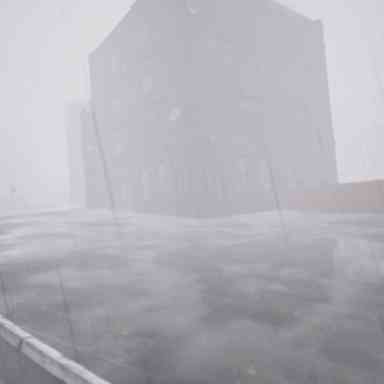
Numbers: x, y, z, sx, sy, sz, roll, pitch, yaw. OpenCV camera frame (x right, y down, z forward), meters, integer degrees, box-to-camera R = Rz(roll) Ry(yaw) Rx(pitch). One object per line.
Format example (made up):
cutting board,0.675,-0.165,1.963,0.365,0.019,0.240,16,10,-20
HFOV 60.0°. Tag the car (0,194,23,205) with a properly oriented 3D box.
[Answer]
car,-29.310,1.127,54.066,2.128,1.511,4.902,-4,3,-4
